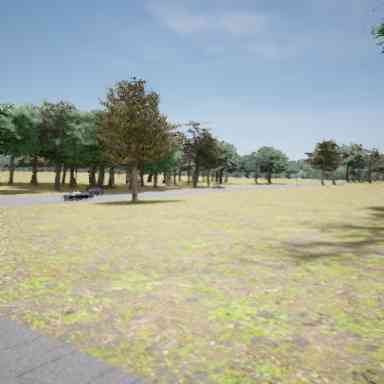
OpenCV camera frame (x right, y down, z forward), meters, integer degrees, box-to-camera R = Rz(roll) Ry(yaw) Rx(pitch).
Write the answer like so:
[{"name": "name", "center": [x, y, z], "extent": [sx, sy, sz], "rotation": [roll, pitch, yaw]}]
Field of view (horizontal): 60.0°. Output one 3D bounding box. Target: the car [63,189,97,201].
[{"name": "car", "center": [-18.184, 0.632, 53.403], "extent": [1.895, 1.301, 4.718], "rotation": [4, 4, 35]}]

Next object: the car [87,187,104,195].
[{"name": "car", "center": [-19.265, -0.076, 63.887], "extent": [1.837, 1.490, 4.892], "rotation": [4, 5, 35]}]
